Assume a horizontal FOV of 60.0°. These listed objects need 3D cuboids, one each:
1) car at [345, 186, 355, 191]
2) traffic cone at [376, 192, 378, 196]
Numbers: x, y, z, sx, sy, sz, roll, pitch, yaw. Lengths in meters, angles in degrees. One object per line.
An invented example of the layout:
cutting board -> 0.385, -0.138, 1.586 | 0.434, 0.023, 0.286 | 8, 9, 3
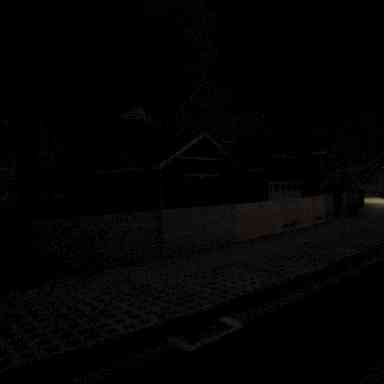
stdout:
car -> 31.180, -0.441, 65.296 | 1.837, 1.490, 4.892 | -2, 1, 2
traffic cone -> 28.374, 0.336, 51.104 | 0.340, 0.580, 0.340 | -1, 1, 11
